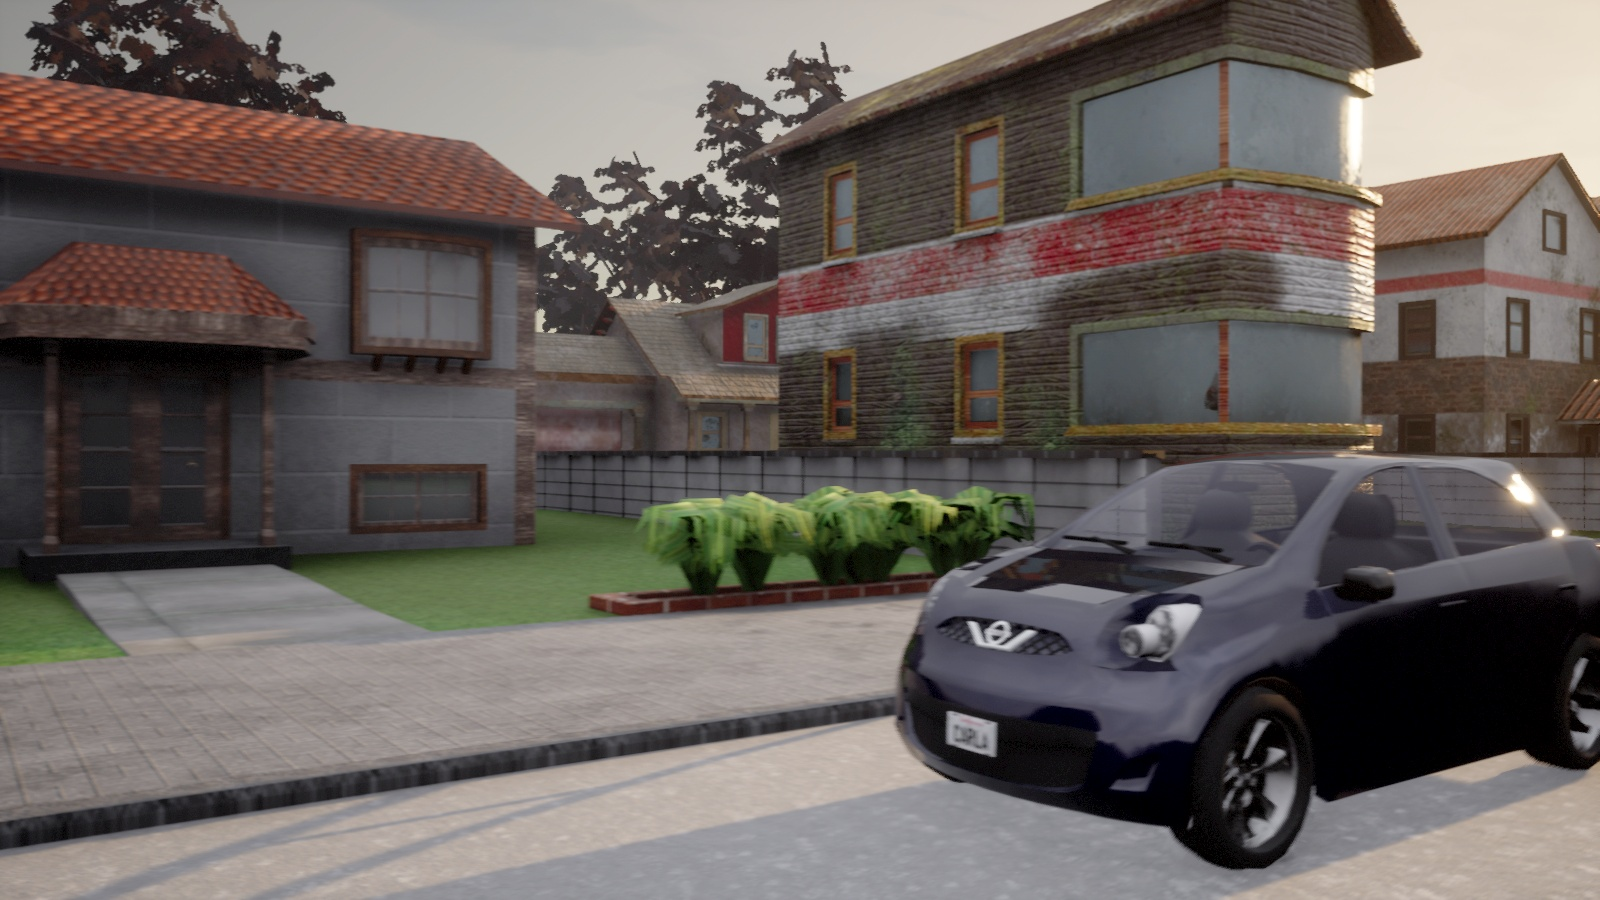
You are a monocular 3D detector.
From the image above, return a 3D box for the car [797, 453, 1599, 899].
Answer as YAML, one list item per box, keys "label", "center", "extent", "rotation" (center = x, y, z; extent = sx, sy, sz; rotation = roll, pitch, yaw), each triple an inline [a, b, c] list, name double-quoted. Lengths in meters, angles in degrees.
- label: "car"
  center: [2.008, 0.768, 5.666]
  extent: [3.633, 1.501, 1.845]
  rotation: [0, 0, -35]
